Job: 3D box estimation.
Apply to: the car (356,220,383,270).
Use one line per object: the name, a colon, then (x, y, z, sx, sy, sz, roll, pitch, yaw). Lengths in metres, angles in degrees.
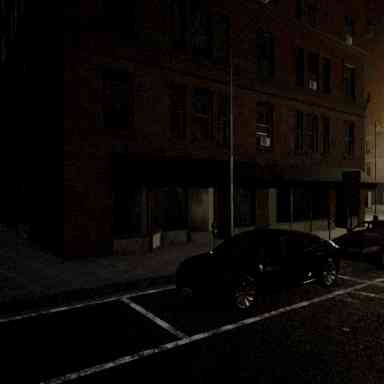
car: (6.173, 1.581, 10.894, 4.206, 1.307, 1.802, 0, 0, -35)

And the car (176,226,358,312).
car: (1.683, 1.565, 7.714, 4.313, 1.339, 1.947, 0, 0, -35)
